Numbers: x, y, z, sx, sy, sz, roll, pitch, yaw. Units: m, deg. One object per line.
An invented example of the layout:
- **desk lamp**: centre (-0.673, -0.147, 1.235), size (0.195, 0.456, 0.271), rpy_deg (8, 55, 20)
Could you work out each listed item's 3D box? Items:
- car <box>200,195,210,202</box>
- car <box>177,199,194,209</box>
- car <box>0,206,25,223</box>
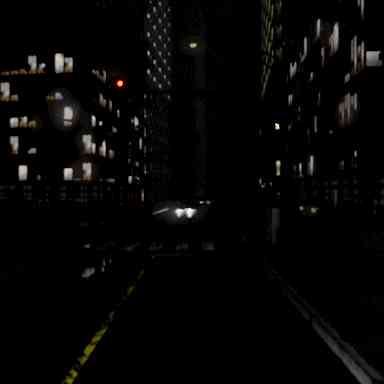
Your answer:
- **car**: centre (3.084, 1.425, 76.334), size (1.882, 1.535, 5.008), rpy_deg (0, 0, 9)
- **car**: centre (-0.862, 1.609, 46.626), size (1.895, 1.301, 4.718), rpy_deg (0, 0, 6)
- **car**: centre (-16.481, 1.874, 28.341), size (4.403, 1.369, 2.008), rpy_deg (-1, 1, 10)
